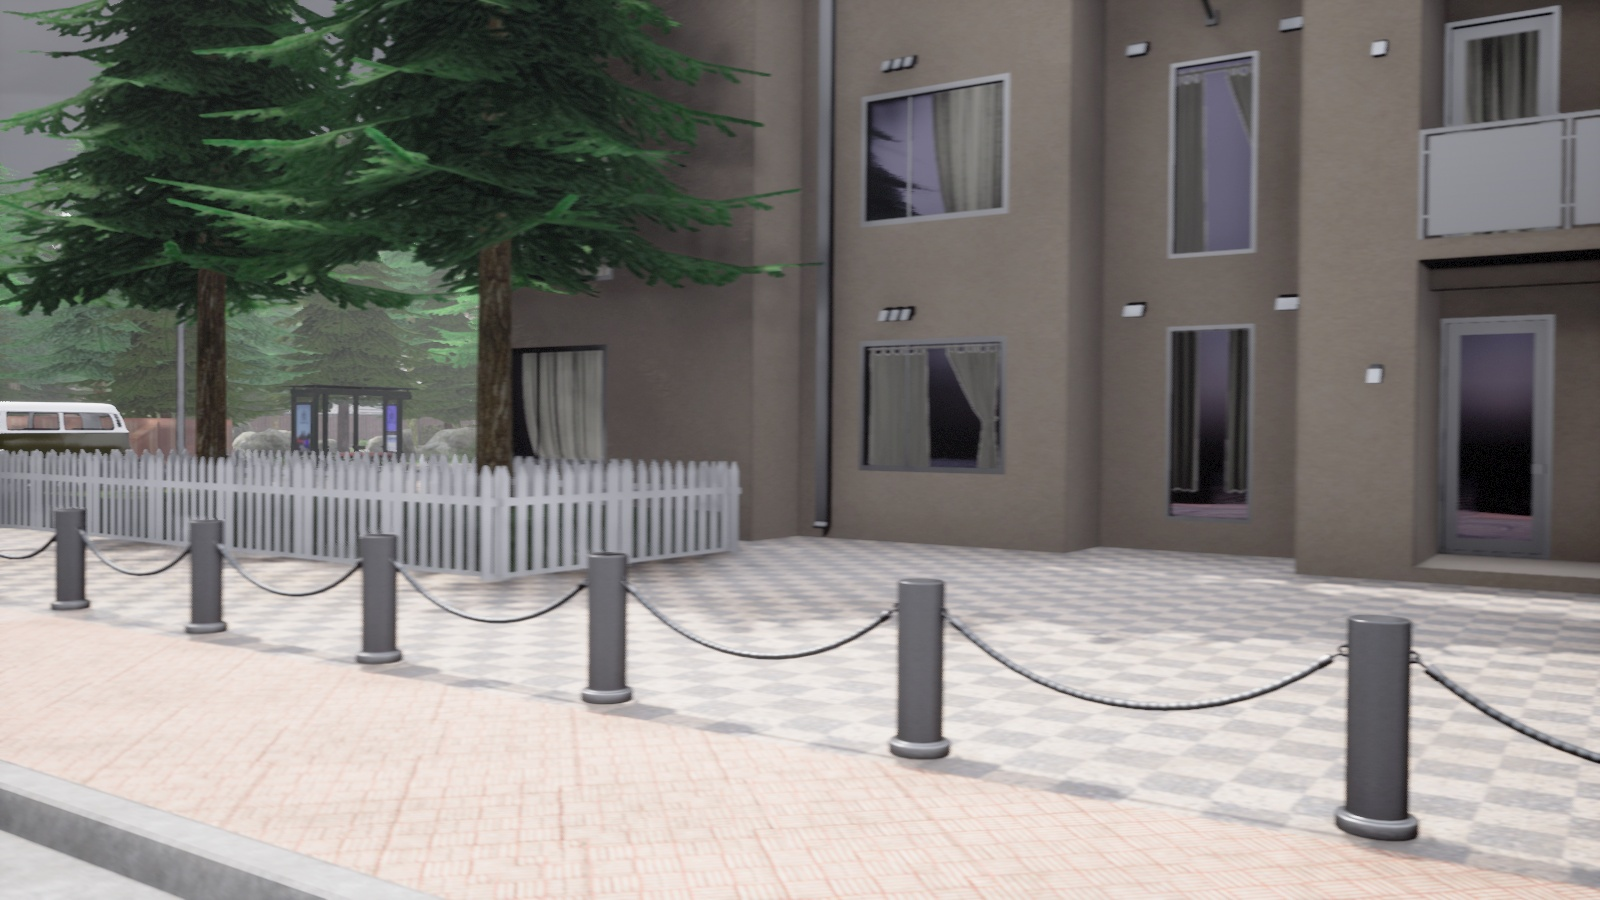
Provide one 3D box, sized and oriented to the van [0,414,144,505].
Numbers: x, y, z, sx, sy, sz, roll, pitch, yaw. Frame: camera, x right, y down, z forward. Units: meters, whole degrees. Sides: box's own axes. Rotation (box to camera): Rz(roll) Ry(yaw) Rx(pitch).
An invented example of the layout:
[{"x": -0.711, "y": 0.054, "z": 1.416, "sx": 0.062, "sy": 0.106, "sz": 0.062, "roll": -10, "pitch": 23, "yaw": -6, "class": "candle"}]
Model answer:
[{"x": -18.221, "y": 0.201, "z": 29.539, "sx": 2.069, "sy": 2.038, "sz": 4.480, "roll": 0, "pitch": 1, "yaw": 35, "class": "van"}]
